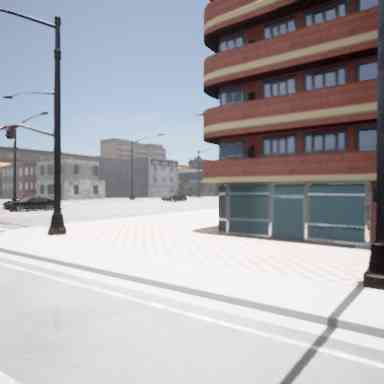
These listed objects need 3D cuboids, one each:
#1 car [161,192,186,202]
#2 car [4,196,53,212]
[{"bbox_3d":[-2.873,0.831,52.711,1.837,1.490,4.892,0,1,37],"label":"car"},{"bbox_3d":[-16.606,1.181,34.275,1.882,1.535,5.008,0,1,37],"label":"car"}]
